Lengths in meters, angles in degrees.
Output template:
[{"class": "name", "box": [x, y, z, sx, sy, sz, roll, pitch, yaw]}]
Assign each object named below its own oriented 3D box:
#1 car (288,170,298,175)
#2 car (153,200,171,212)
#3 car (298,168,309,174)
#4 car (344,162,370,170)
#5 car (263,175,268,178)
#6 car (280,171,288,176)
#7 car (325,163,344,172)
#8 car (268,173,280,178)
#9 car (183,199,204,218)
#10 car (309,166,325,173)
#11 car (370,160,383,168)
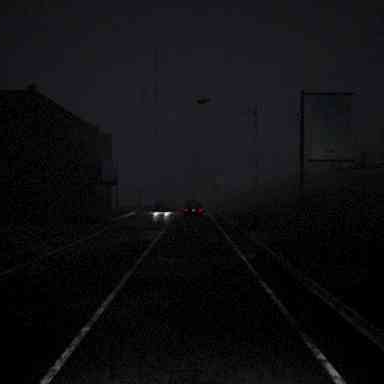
[{"class": "car", "box": [21.955, -3.833, 67.843, 2.231, 1.521, 4.892, 0, 1, -1]}, {"class": "car", "box": [-3.536, 1.637, 40.148, 2.033, 1.411, 5.357, 0, 0, 0]}, {"class": "car", "box": [22.181, -3.708, 62.300, 2.002, 1.452, 4.674, 0, 1, -2]}, {"class": "car", "box": [23.598, -3.443, 45.565, 2.163, 1.488, 4.792, 0, 1, -6]}, {"class": "car", "box": [21.500, -4.023, 89.792, 2.002, 1.452, 4.674, 0, 1, -1]}, {"class": "car", "box": [21.835, -3.901, 73.361, 2.231, 1.521, 4.892, 0, 1, -1]}, {"class": "car", "box": [22.986, -3.692, 51.257, 2.185, 1.767, 4.553, 0, 1, -5]}, {"class": "car", "box": [21.612, -4.136, 84.298, 2.185, 1.767, 4.553, 0, 1, -1]}, {"class": "car", "box": [0.137, 1.599, 30.415, 2.033, 1.411, 5.357, 0, 0, 0]}, {"class": "car", "box": [22.526, -3.657, 56.763, 2.097, 1.535, 5.008, 0, 1, -4]}, {"class": "car", "box": [24.293, -3.343, 40.090, 2.002, 1.452, 4.674, 0, 1, -7]}]
